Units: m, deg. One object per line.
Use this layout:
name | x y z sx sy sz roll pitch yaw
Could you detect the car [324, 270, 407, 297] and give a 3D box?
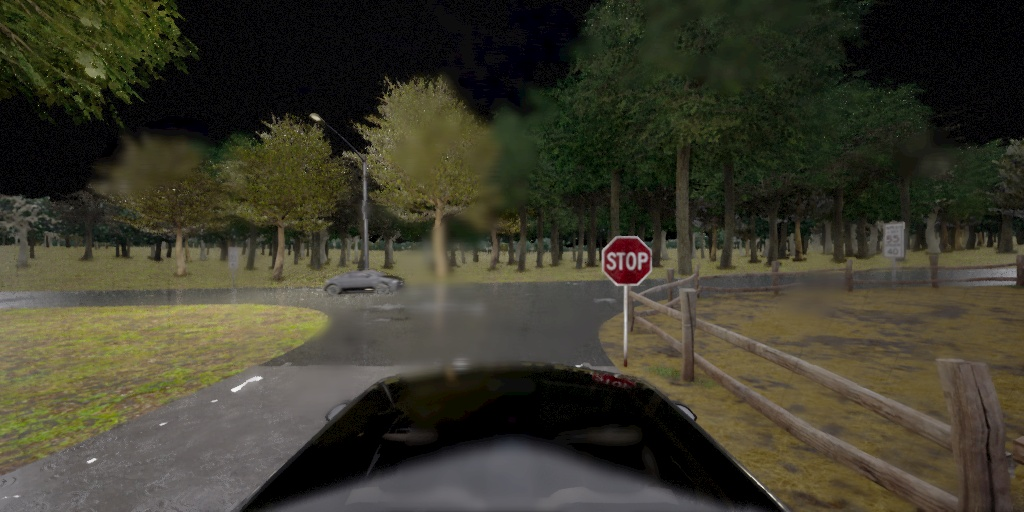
car | -8.065 1.452 19.886 4.181 1.385 1.994 -1 0 0
